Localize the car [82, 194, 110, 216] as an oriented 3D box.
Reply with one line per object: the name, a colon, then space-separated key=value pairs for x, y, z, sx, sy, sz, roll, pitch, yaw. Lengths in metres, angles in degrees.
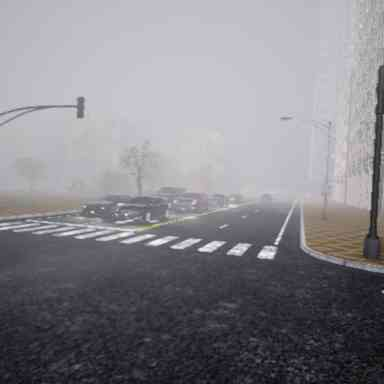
car: x=-5.391 y=0.866 z=23.309 sx=2.033 sy=1.411 sz=5.357 roll=3 pitch=1 yaw=18

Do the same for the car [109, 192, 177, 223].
car: x=-2.859 y=0.991 z=20.609 sx=1.837 sy=1.490 sz=4.892 roll=3 pitch=1 yaw=18

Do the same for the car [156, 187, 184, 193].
car: x=-2.162 y=0.499 z=33.058 sx=2.150 sy=2.045 sz=5.566 roll=3 pitch=1 yaw=19

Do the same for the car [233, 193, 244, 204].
car: x=6.428 y=0.872 z=48.659 sx=2.128 sy=1.511 sz=4.902 roll=3 pitch=1 yaw=19

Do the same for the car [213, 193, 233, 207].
car: x=3.145 y=0.940 z=38.812 sx=1.812 sy=1.442 sz=4.674 roll=3 pitch=1 yaw=18

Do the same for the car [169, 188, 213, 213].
car: x=0.006 y=0.803 z=29.292 sx=2.097 sy=1.767 sz=4.553 roll=3 pitch=1 yaw=18

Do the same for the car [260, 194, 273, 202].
car: x=13.271 y=1.027 z=58.983 sx=1.812 sy=1.442 sz=4.674 roll=3 pitch=1 yaw=18

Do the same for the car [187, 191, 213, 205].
car: x=1.105 y=0.719 z=42.972 sx=1.882 sy=1.535 sz=5.008 roll=3 pitch=1 yaw=19
